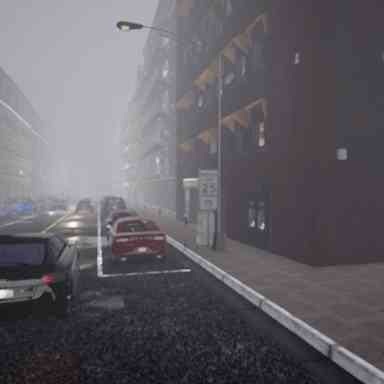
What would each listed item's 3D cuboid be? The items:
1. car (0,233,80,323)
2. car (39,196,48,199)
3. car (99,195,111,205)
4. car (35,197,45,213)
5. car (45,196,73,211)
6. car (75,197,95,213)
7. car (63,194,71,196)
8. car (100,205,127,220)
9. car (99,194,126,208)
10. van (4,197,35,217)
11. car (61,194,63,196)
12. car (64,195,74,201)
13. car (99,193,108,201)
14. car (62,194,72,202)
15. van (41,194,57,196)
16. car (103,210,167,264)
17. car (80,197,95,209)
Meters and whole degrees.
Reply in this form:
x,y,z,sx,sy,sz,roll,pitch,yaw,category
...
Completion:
x,y,z,sx,sy,sz,roll,pitch,yaw,category
-3.515,1.560,7.126,1.994,1.385,4.181,0,0,-16,car
-19.238,1.563,41.957,1.802,1.307,4.206,-1,0,-16,car
-15.811,1.428,60.549,1.967,1.590,4.097,-1,0,-16,car
-17.697,1.564,36.507,1.802,1.307,4.206,-1,0,-16,car
-15.965,1.531,40.189,2.033,1.411,5.357,0,0,-16,car
-11.899,1.513,37.020,1.812,1.442,4.674,0,0,-15,car
-26.961,1.532,69.205,2.008,1.369,4.403,-1,0,-16,car
-3.501,1.561,16.942,1.947,1.339,4.313,-1,0,-16,car
-6.582,1.307,27.842,2.192,1.841,5.009,-1,0,-16,car
-16.161,1.324,31.056,1.690,1.788,3.998,-1,0,-16,van
-22.357,1.295,52.848,2.192,1.841,5.009,-1,0,-16,car
-31.576,1.549,85.557,1.947,1.339,4.313,-1,0,-16,car
-23.506,1.306,87.802,2.192,1.841,5.009,-1,0,-16,car
-30.039,1.422,80.106,1.967,1.590,4.097,-1,0,-16,car
-20.792,1.322,47.405,1.690,1.788,3.998,-1,0,-16,van
-2.056,1.542,11.821,1.887,1.381,4.507,-1,0,-16,car
-14.751,1.463,46.942,1.882,1.535,5.008,0,0,-16,car
